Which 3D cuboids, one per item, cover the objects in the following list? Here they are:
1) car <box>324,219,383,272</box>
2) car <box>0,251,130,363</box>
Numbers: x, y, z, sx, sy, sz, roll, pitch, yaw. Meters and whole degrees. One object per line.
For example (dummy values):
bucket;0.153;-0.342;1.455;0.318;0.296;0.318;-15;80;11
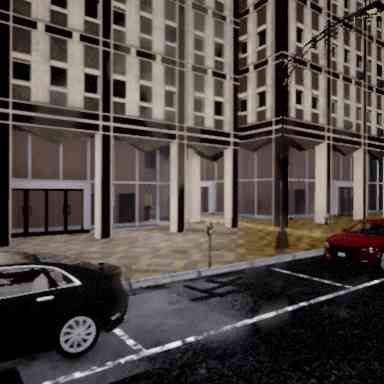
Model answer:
car;6.187;1.579;10.972;4.507;1.381;1.887;0;0;-36
car;-3.010;1.551;4.411;4.403;1.369;2.008;0;0;-36
